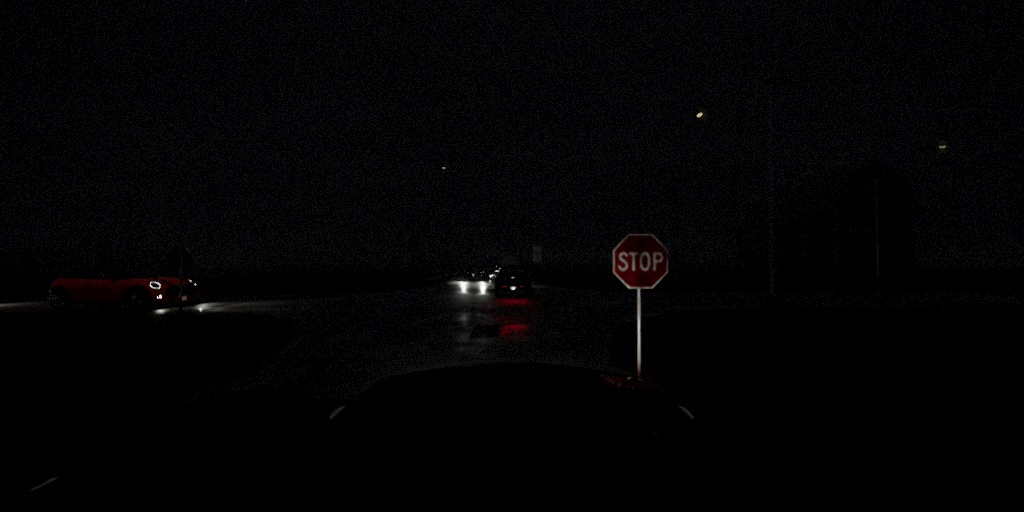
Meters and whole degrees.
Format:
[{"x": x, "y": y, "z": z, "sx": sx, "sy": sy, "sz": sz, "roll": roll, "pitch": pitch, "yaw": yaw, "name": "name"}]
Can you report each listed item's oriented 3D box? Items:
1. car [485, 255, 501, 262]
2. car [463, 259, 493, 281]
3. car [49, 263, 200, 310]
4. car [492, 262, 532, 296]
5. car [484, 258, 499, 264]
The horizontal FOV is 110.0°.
[{"x": -2.929, "y": 0.923, "z": 50.208, "sx": 2.150, "sy": 2.045, "sz": 5.566, "roll": 0, "pitch": 0, "yaw": 1, "name": "car"}, {"x": -2.949, "y": 1.223, "z": 30.205, "sx": 1.837, "sy": 1.490, "sz": 4.892, "roll": 0, "pitch": 0, "yaw": 1, "name": "car"}, {"x": -15.485, "y": 1.145, "z": 14.515, "sx": 4.553, "sy": 1.767, "sz": 2.097, "roll": 0, "pitch": -1, "yaw": 1, "name": "car"}, {"x": 0.057, "y": 1.259, "z": 19.565, "sx": 1.837, "sy": 1.490, "sz": 4.892, "roll": 0, "pitch": 0, "yaw": 0, "name": "car"}, {"x": -2.914, "y": 1.258, "z": 40.005, "sx": 2.033, "sy": 1.411, "sz": 5.357, "roll": 0, "pitch": 0, "yaw": 0, "name": "car"}]
